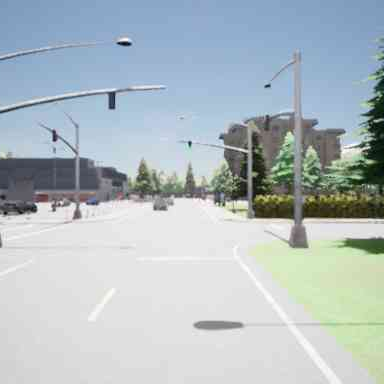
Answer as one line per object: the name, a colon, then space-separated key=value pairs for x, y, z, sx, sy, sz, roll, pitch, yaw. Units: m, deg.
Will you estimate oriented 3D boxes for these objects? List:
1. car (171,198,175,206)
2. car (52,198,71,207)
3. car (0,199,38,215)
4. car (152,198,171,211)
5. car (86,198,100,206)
car: x=-4.397 y=1.899 z=63.564 sx=1.812 sy=1.442 sz=4.674 roll=0 pitch=0 yaw=-1
car: x=-21.267 y=1.753 z=54.102 sx=1.970 sy=1.475 sz=3.806 roll=0 pitch=0 yaw=0
car: x=-18.196 y=1.594 z=35.503 sx=2.007 sy=1.523 sz=4.514 roll=0 pitch=0 yaw=0
car: x=-4.205 y=1.768 z=44.515 sx=1.837 sy=1.490 sz=4.892 roll=0 pitch=0 yaw=-1
car: x=-18.320 y=1.776 z=61.536 sx=1.845 sy=1.501 sz=3.633 roll=0 pitch=0 yaw=0
